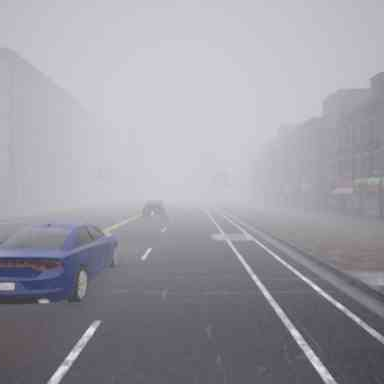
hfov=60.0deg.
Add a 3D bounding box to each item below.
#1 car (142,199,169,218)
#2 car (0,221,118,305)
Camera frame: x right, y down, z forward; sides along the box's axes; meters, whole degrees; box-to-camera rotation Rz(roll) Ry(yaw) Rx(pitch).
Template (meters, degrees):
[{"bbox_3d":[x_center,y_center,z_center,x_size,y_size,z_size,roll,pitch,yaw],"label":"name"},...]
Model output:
[{"bbox_3d":[-3.144,1.416,28.696,1.837,1.490,4.892,0,0,0],"label":"car"},{"bbox_3d":[-3.151,1.452,8.149,1.882,1.535,5.008,0,0,0],"label":"car"}]
